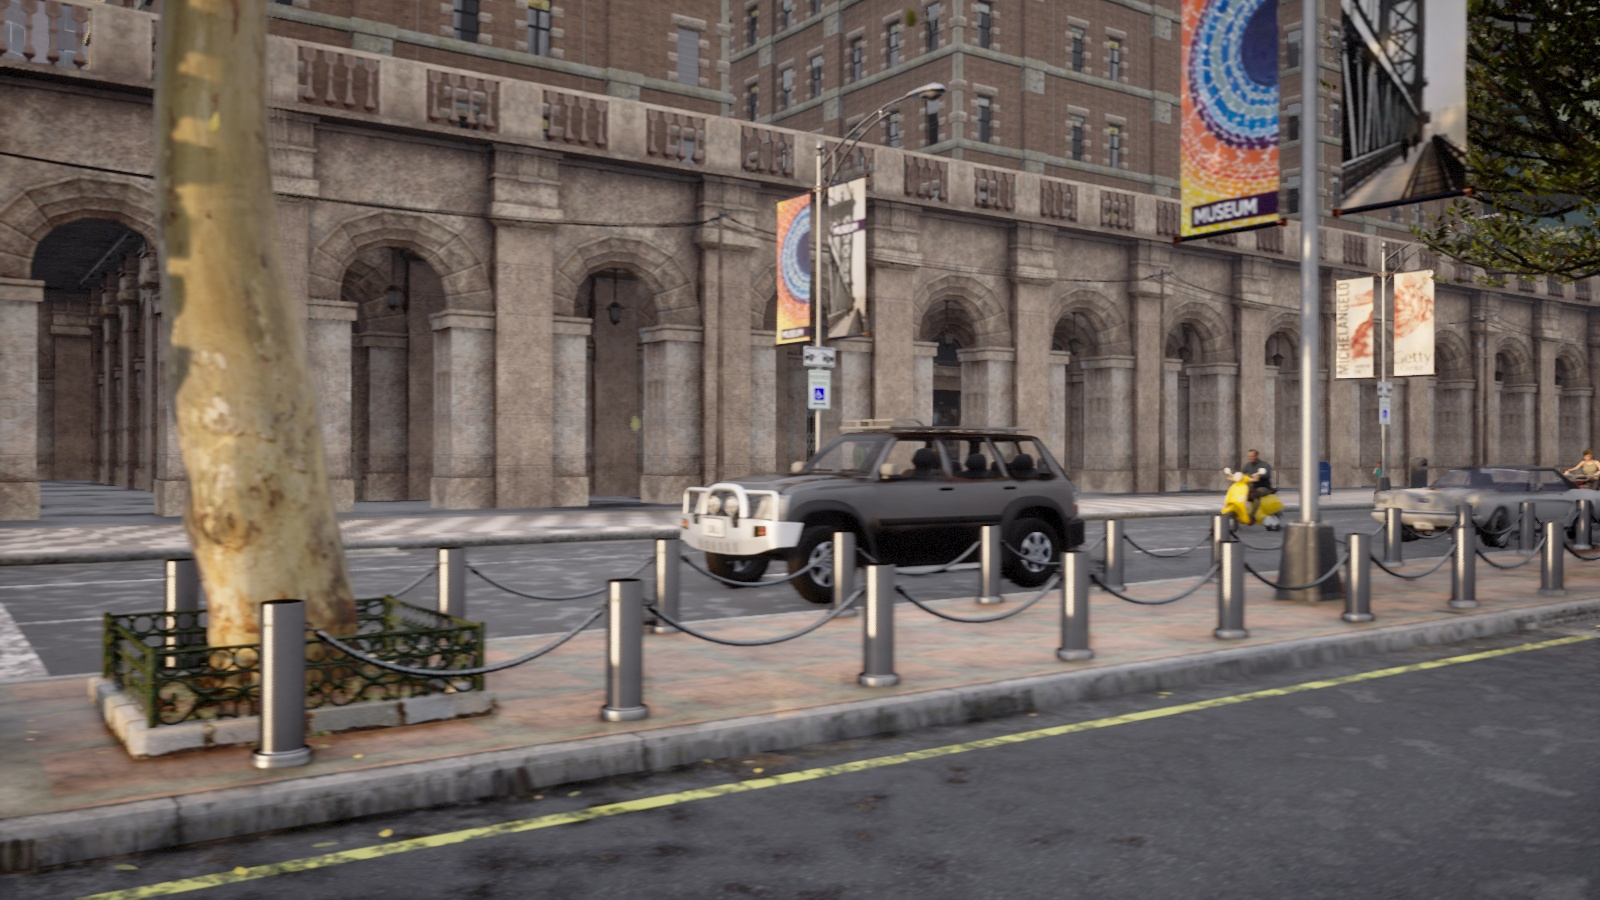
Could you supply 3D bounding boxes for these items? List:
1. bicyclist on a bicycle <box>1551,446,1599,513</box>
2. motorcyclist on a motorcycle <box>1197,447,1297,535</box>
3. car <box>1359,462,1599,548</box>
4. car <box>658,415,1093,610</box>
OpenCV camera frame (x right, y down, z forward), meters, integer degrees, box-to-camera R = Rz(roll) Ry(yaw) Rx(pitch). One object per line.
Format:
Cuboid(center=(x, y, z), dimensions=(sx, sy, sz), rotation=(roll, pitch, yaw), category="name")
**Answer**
Cuboid(center=(19.501, 0.717, 31.250), dimensions=(1.509, 1.612, 0.866), rotation=(0, 0, -35), category="bicyclist on a bicycle")
Cuboid(center=(8.378, 0.738, 23.502), dimensions=(1.817, 1.590, 0.866), rotation=(0, 0, -35), category="motorcyclist on a motorcycle")
Cuboid(center=(11.874, 0.873, 21.670), dimensions=(4.718, 1.301, 1.895), rotation=(0, 0, -35), category="car")
Cuboid(center=(0.926, 0.594, 13.978), dimensions=(4.605, 1.855, 1.932), rotation=(0, 0, -34), category="car")
